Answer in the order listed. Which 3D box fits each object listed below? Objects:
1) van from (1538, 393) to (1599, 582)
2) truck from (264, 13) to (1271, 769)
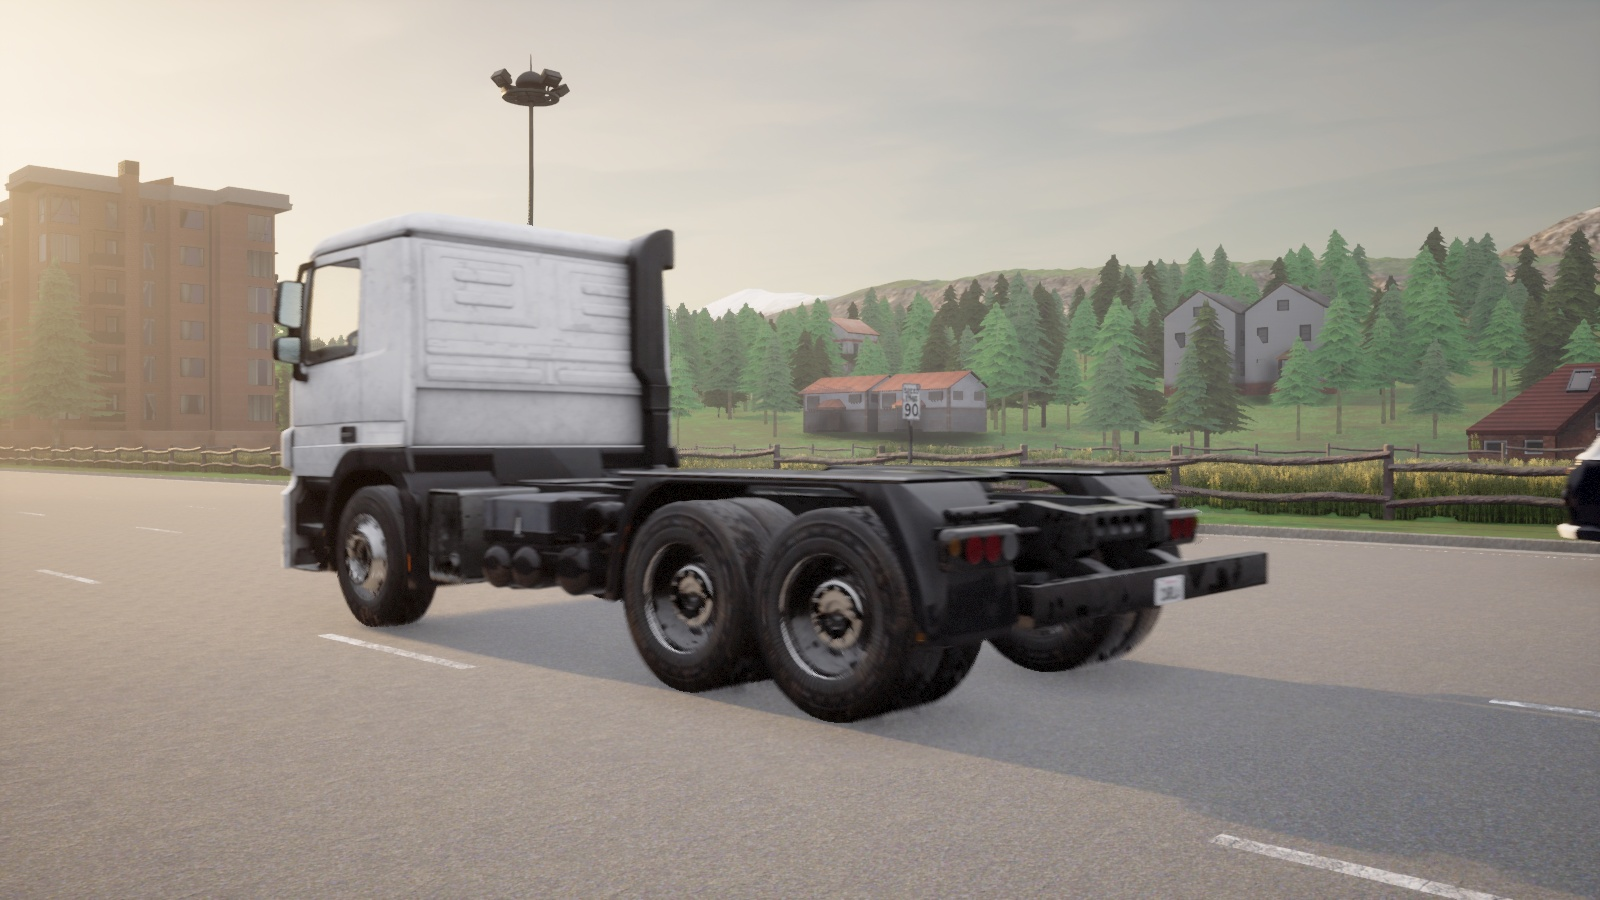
[{"bbox_3d":[10.522,0.404,13.118,4.480,2.038,2.069,0,0,44],"label":"van"},{"bbox_3d":[-0.928,-0.290,9.537,7.936,3.462,2.891,0,0,44],"label":"truck"}]
